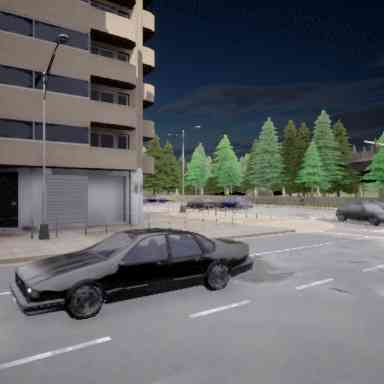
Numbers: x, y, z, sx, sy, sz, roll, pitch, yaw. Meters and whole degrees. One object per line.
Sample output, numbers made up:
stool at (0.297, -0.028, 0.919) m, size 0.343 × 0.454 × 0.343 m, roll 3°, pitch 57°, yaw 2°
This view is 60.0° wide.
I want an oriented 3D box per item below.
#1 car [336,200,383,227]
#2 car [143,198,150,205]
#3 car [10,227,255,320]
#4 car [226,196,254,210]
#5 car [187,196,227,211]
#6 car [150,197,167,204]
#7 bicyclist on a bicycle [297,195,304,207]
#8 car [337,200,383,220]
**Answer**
car at (12.033, 1.487, 23.016) m, size 1.812 × 1.442 × 4.674 m, roll 0°, pitch 1°, yaw -17°
car at (-9.947, 1.509, 57.877) m, size 4.181 × 1.385 × 1.994 m, roll 0°, pitch 0°, yaw 33°
car at (-1.000, 1.547, 7.498) m, size 5.357 × 1.411 × 2.033 m, roll 0°, pitch 0°, yaw -35°
car at (5.458, 1.297, 40.982) m, size 2.097 × 1.767 × 4.553 m, roll 0°, pitch 0°, yaw -35°
car at (1.467, 1.492, 40.719) m, size 2.033 × 1.411 × 5.357 m, roll 0°, pitch 0°, yaw -35°
car at (-7.160, 1.545, 64.420) m, size 4.718 × 1.301 × 1.895 m, roll 0°, pitch 0°, yaw 31°
bicyclist on a bicycle at (15.132, 1.245, 46.411) m, size 1.656 × 1.620 × 0.582 m, roll 0°, pitch 0°, yaw -35°
car at (14.845, 1.437, 27.455) m, size 2.128 × 1.511 × 4.902 m, roll 0°, pitch 0°, yaw -35°
